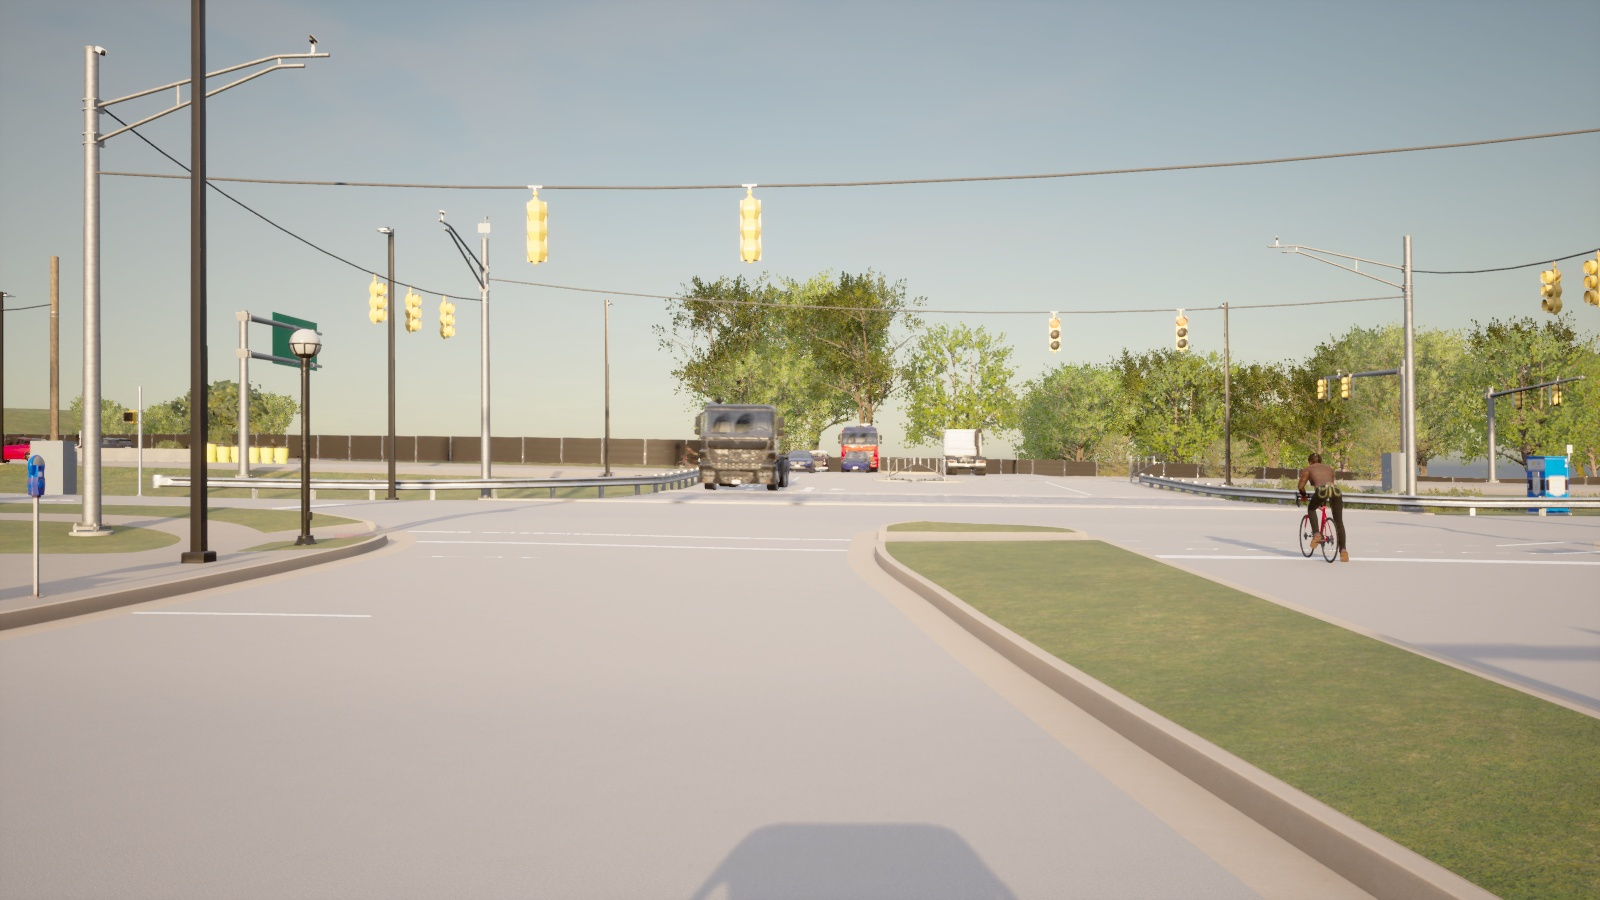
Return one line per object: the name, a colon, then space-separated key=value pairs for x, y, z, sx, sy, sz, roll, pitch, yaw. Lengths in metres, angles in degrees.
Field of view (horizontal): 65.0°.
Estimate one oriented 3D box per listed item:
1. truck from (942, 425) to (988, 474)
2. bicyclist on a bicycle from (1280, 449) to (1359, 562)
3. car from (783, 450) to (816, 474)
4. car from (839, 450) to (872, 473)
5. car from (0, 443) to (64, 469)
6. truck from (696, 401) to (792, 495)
truck: x=11.902 y=-0.004 z=91.386 sx=2.891 sy=3.462 sz=7.936 roll=0 pitch=-1 yaw=4
bicyclist on a bicycle: x=7.829 y=0.808 z=18.989 sx=0.582 sy=1.620 sz=1.656 roll=0 pitch=0 yaw=4
car: x=-0.020 y=0.763 z=80.633 sx=1.812 sy=1.442 sz=4.674 roll=0 pitch=0 yaw=4
car: x=3.889 y=0.791 z=87.023 sx=2.163 sy=1.488 sz=4.792 roll=0 pitch=-1 yaw=4
car: x=-47.043 y=0.351 z=75.458 sx=4.514 sy=1.525 sz=2.007 roll=0 pitch=-1 yaw=4
truck: x=-2.092 y=-0.135 z=50.226 sx=2.891 sy=3.462 sz=7.936 roll=0 pitch=1 yaw=4
